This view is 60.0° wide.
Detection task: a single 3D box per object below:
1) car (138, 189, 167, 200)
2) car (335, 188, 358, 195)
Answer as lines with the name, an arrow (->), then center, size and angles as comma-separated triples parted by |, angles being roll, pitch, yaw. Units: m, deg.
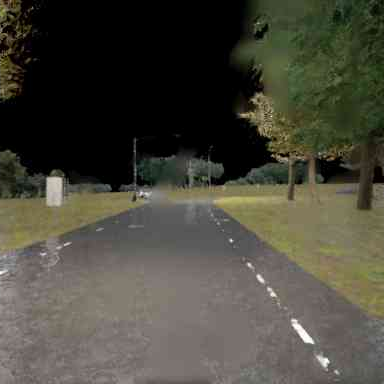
car -> -7.571, 0.414, 63.911 | 5.566, 2.045, 2.150 | 0, 0, 0
car -> 33.447, -0.092, 71.538 | 5.008, 1.535, 1.882 | -1, -1, -1
